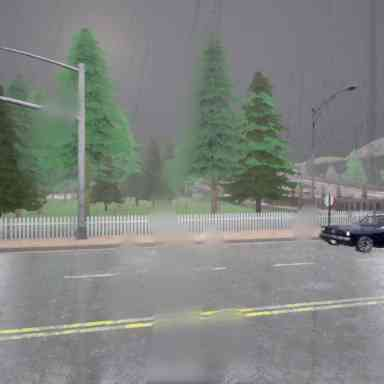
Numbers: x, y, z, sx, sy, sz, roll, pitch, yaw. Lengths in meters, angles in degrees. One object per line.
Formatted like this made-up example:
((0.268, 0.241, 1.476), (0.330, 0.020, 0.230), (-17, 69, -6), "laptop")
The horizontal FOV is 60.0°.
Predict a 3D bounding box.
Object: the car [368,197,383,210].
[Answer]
((24.588, 1.446, 41.167), (2.128, 1.511, 4.902), (0, 1, -16), "car")

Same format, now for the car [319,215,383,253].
((7.595, 1.601, 13.334), (4.718, 1.301, 1.895), (0, 0, -14), "car")

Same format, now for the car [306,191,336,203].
((20.981, 0.808, 54.140), (1.882, 1.535, 5.008), (0, 4, -15), "car")

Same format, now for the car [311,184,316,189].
((26.113, -1.239, 75.360), (2.128, 1.511, 4.902), (0, 7, -15), "car")

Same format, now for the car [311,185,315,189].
((21.474, -0.289, 65.834), (1.882, 1.535, 5.008), (0, 7, -15), "car")

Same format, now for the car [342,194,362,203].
((25.305, 1.097, 51.618), (1.812, 1.442, 4.674), (0, 3, -15), "car")

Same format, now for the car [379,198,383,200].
((22.165, 1.482, 36.848), (2.128, 1.511, 4.902), (0, 0, -16), "car")

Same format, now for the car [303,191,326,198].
((18.630, 1.114, 49.502), (1.812, 1.442, 4.674), (0, 3, -15), "car")
